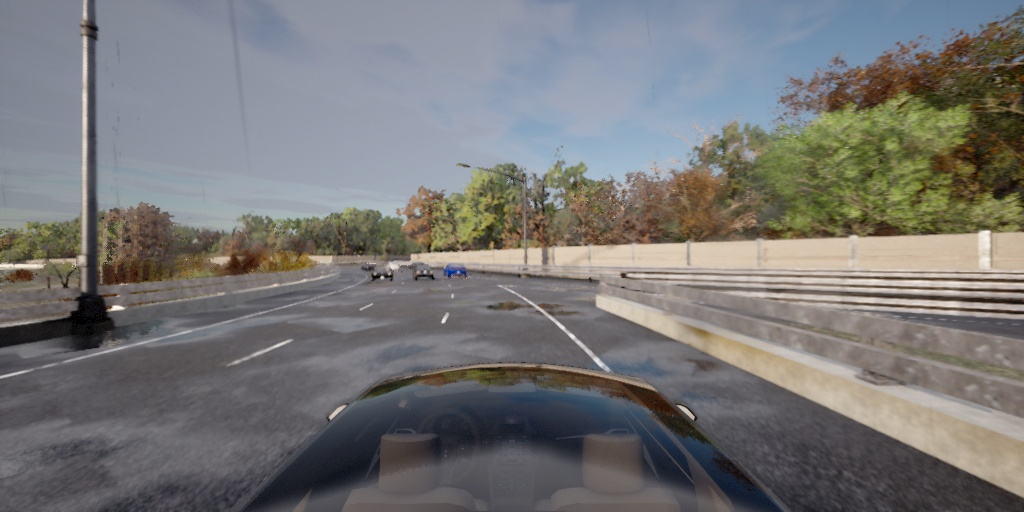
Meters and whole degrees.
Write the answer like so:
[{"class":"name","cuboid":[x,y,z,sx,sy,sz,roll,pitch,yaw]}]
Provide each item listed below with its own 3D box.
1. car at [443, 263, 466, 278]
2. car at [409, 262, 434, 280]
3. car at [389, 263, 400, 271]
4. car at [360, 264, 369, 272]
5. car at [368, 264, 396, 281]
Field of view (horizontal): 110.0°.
[{"class":"car","cuboid":[-6.173,1.515,38.263,1.882,1.535,5.008,0,0,-19]},{"class":"car","cuboid":[-8.957,1.591,35.920,2.033,1.411,5.357,0,0,-19]},{"class":"car","cuboid":[-19.699,1.802,58.856,1.812,1.442,4.674,0,-1,-31]},{"class":"car","cuboid":[-23.224,1.899,58.057,1.895,1.301,4.718,0,0,-32]},{"class":"car","cuboid":[-12.193,1.656,33.939,1.895,1.301,4.718,0,0,-18]}]
